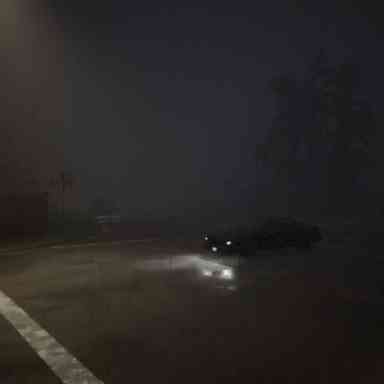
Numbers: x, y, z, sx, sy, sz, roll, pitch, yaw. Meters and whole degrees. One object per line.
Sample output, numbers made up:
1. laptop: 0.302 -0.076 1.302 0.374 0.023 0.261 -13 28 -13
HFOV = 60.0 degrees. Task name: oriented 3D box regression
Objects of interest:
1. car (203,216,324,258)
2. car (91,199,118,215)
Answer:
1. car: 3.094 1.723 13.711 5.357 1.411 2.033 0 -1 -32
2. car: -11.804 1.923 44.542 2.150 2.045 5.566 0 -1 -33
